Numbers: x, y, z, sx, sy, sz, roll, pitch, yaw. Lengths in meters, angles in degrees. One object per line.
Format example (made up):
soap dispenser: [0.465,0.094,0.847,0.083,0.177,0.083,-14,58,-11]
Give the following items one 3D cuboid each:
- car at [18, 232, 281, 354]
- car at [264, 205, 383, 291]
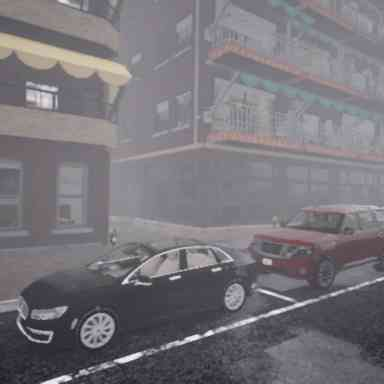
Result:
car: [-0.690,1.551,6.051,4.403,1.369,2.008,0,1,-35]
car: [3.823,1.316,9.265,5.009,1.841,2.192,0,1,-35]
